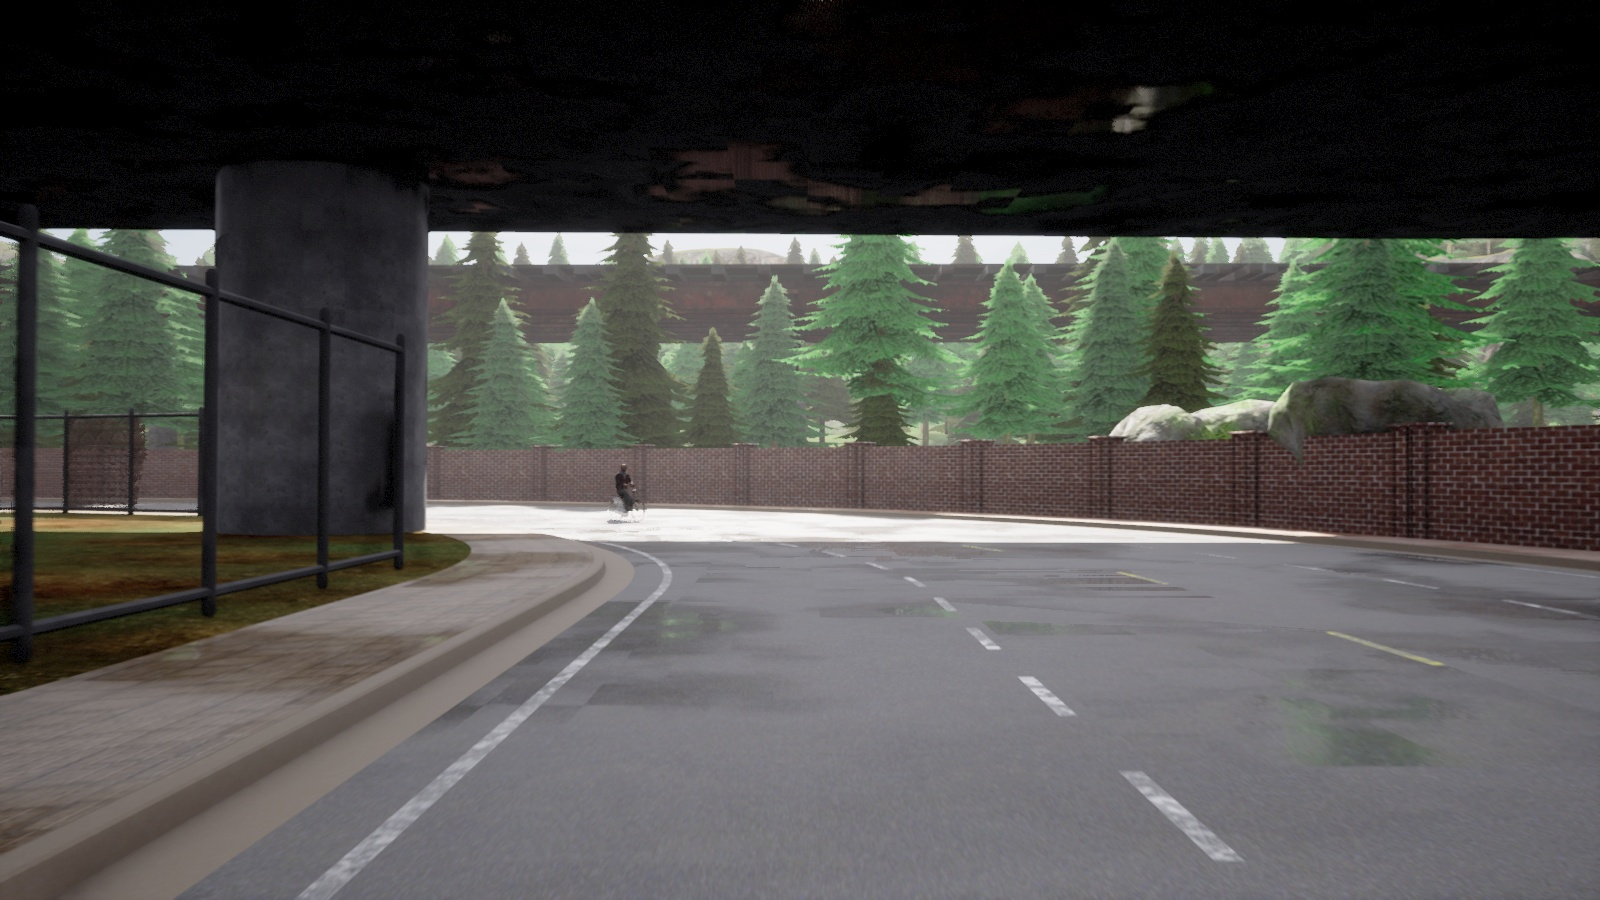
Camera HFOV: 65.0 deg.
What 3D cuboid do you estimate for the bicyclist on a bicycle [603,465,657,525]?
[{"bbox_3d":[-5.122,1.339,37.813,0.659,1.776,1.843,0,-1,-43],"label":"bicyclist on a bicycle"}]
